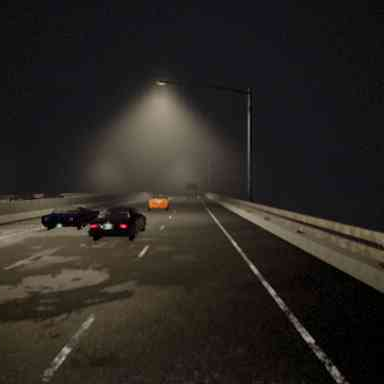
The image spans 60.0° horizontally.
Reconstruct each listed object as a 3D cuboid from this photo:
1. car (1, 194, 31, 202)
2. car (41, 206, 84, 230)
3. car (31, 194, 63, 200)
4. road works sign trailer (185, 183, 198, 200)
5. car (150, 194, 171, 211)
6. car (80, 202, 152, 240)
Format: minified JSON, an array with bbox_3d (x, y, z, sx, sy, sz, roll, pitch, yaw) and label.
[{"bbox_3d":[-21.083,1.000,41.290,2.097,1.767,4.553,0,1,0],"label":"car"},{"bbox_3d":[-6.899,1.437,19.527,1.895,1.301,4.718,0,0,0],"label":"car"},{"bbox_3d":[-17.584,1.000,41.271,2.097,1.767,4.553,0,1,0],"label":"car"},{"bbox_3d":[0.003,-0.170,71.734,2.380,3.560,2.880,0,1,0],"label":"road works sign trailer"},{"bbox_3d":[-3.399,1.044,36.270,2.097,1.767,4.553,0,1,0],"label":"car"},{"bbox_3d":[-3.401,1.413,16.042,2.033,1.411,5.357,0,1,0],"label":"car"}]
